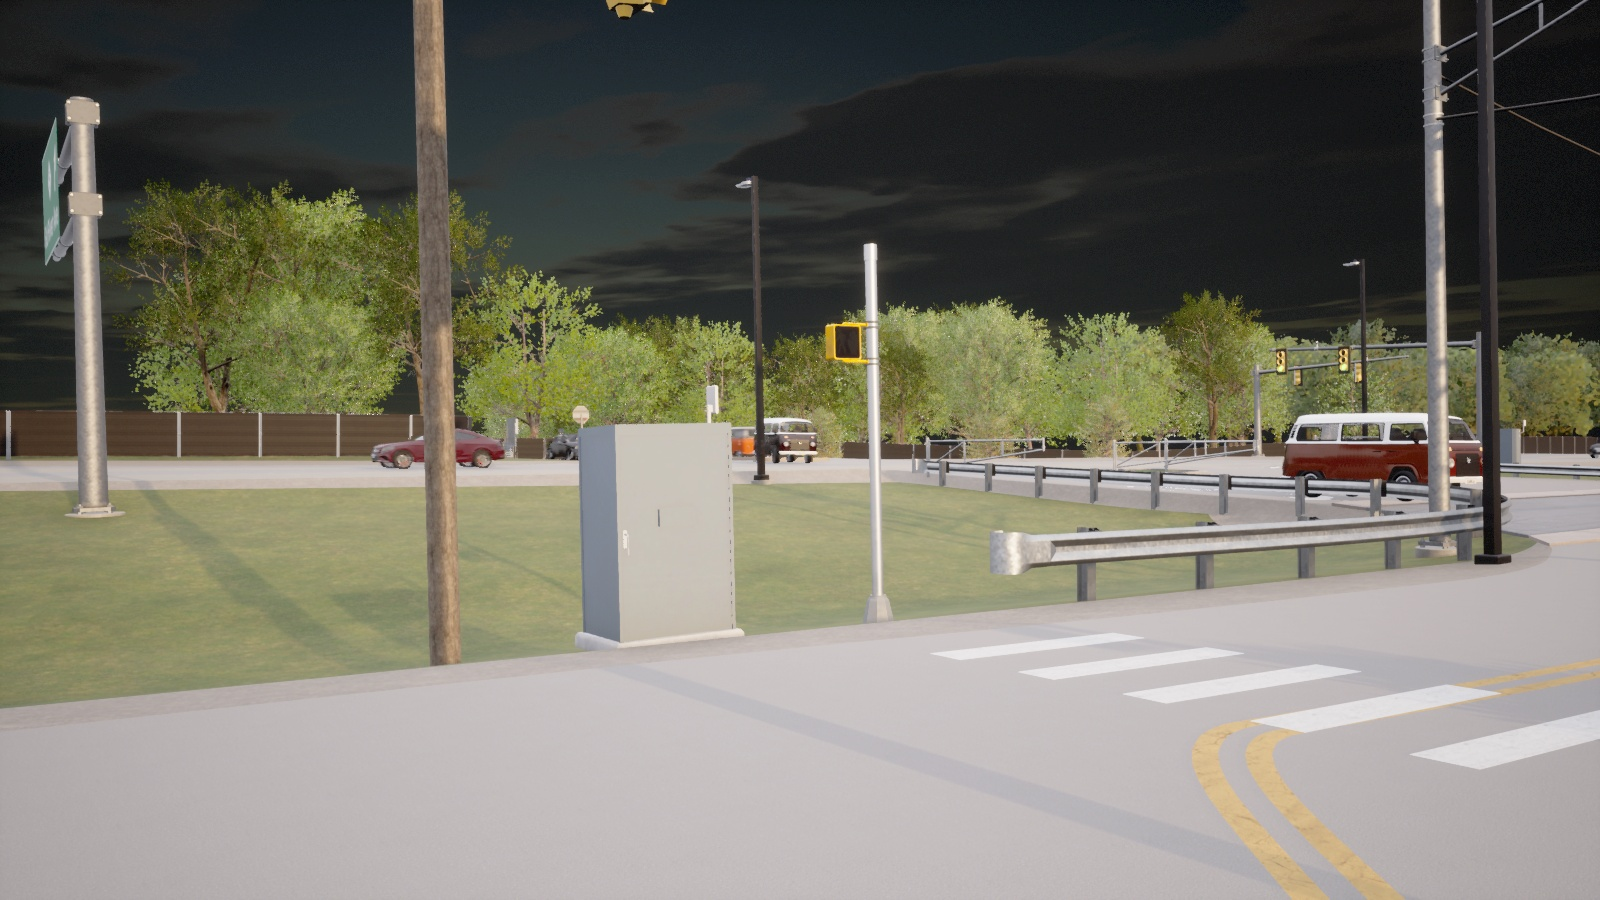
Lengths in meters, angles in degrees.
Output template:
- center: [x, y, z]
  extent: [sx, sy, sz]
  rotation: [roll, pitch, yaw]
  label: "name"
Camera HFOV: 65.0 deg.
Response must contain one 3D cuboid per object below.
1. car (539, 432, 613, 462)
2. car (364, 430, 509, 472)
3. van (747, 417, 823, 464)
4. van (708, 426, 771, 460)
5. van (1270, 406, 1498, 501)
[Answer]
- center: [-12.333, -0.133, 68.880]
  extent: [2.128, 1.511, 4.902]
  rotation: [-1, 0, -34]
  label: "car"
- center: [-13.024, 0.006, 45.132]
  extent: [4.674, 1.442, 1.812]
  rotation: [0, 0, -33]
  label: "car"
- center: [-0.722, -0.415, 55.844]
  extent: [2.069, 2.038, 4.480]
  rotation: [0, 0, -19]
  label: "van"
- center: [-3.723, -0.396, 76.403]
  extent: [1.775, 1.987, 4.442]
  rotation: [-1, 0, -33]
  label: "van"
- center: [13.654, 0.076, 29.632]
  extent: [2.069, 2.038, 4.480]
  rotation: [0, 0, -30]
  label: "van"
